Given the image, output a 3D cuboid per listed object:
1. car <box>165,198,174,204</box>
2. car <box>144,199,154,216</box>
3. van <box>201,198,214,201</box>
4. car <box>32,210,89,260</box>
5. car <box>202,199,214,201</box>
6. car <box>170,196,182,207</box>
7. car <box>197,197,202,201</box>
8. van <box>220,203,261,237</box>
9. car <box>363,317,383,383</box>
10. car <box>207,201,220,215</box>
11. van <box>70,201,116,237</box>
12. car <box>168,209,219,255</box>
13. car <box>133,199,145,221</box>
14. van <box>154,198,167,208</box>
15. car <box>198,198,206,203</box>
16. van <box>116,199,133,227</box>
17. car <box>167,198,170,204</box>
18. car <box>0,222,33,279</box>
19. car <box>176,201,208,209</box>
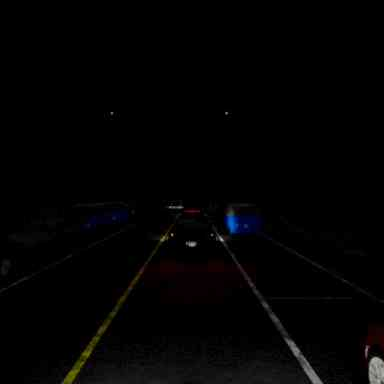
[{"bbox_3d":[-5.753,2.256,86.560,1.967,1.590,4.097,0,-1,0],"label":"car"},{"bbox_3d":[-5.761,1.657,35.796,2.192,1.841,5.009,0,-1,0],"label":"car"},{"bbox_3d":[2.767,1.843,52.720,1.690,1.788,3.998,0,-1,0],"label":"van"},{"bbox_3d":[-5.764,1.651,13.062,1.752,1.417,4.829,0,-1,0],"label":"car"},{"bbox_3d":[2.767,2.014,47.077,1.947,1.339,4.313,0,-1,0],"label":"car"},{"bbox_3d":[-3.018,1.965,64.628,2.097,1.767,4.553,0,-1,1],"label":"car"},{"bbox_3d":[2.371,2.207,77.016,1.882,1.535,5.008,0,-1,0],"label":"car"},{"bbox_3d":[2.762,1.522,18.877,1.690,1.788,3.998,0,-1,0],"label":"van"},{"bbox_3d":[2.760,1.565,1.954,1.887,1.381,4.507,0,-1,0],"label":"car"},{"bbox_3d":[2.765,1.924,35.796,1.802,1.307,4.206,0,-1,0],"label":"car"},{"bbox_3d":[-5.764,1.522,18.874,1.690,1.788,3.998,0,-1,0],"label":"van"},{"bbox_3d":[0.025,1.659,13.889,1.812,1.442,4.674,0,0,0],"label":"car"},{"bbox_3d":[-5.762,1.728,30.154,1.967,1.590,4.097,0,-1,0],"label":"car"},{"bbox_3d":[-5.758,1.895,58.359,1.690,1.788,3.998,0,-1,0],"label":"van"},{"bbox_3d":[2.773,2.433,92.200,1.947,1.339,4.313,0,-1,0],"label":"car"},{"bbox_3d":[-5.763,1.576,24.514,1.690,1.788,3.998,0,-1,0],"label":"van"},{"bbox_3d":[-5.756,2.152,63.997,1.887,1.381,4.507,0,-1,0],"label":"car"},{"bbox_3d":[-5.764,1.624,7.591,2.008,1.369,4.403,0,-1,0],"label":"car"},{"bbox_3d":[0.022,1.765,28.497,2.128,1.511,4.902,0,0,0],"label":"car"}]
